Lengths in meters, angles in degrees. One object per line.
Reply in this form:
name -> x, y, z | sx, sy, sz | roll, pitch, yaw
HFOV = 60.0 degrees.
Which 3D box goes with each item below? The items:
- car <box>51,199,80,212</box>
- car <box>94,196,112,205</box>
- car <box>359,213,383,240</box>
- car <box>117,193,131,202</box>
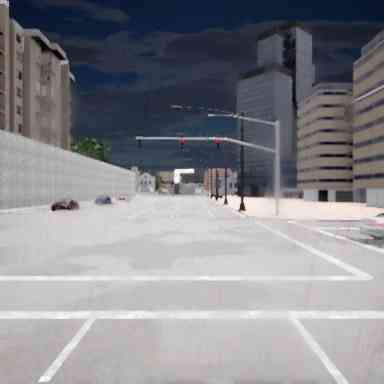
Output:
car -> -14.002, 1.416, 36.930 | 1.994, 1.385, 4.181 | 0, 0, 0
car -> -13.947, 1.316, 52.455 | 1.812, 1.442, 4.674 | 0, 0, 0
car -> 9.820, 1.488, 14.507 | 4.674, 1.442, 1.812 | 0, 0, 0
car -> -13.829, 1.059, 67.898 | 2.097, 1.767, 4.553 | 0, 0, 0
